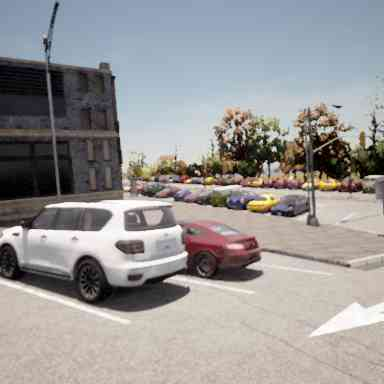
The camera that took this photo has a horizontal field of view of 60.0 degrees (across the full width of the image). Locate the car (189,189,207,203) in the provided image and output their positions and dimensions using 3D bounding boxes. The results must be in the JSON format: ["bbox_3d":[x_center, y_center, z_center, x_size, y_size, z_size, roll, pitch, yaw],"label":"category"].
[{"bbox_3d":[2.419,0.528,37.835,2.231,1.521,4.892,0,6,41],"label":"car"}]

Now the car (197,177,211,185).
[{"bbox_3d":[4.238,-2.385,74.357,2.097,1.535,5.008,1,6,45],"label":"car"}]

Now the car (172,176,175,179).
[{"bbox_3d":[-1.976,-3.045,87.814,4.792,1.488,2.163,-7,6,-44],"label":"car"}]

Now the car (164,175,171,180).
[{"bbox_3d":[-4.542,-3.344,93.120,5.366,1.575,1.946,-7,6,-44],"label":"car"}]

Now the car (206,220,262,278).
[{"bbox_3d":[-0.206,1.549,10.129,4.674,1.452,2.002,-1,-1,35],"label":"car"}]

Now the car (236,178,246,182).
[{"bbox_3d":[10.775,-1.853,61.084,2.185,1.767,4.553,2,6,43],"label":"car"}]

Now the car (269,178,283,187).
[{"bbox_3d":[14.848,-1.308,53.199,2.002,1.452,4.674,1,5,42],"label":"car"}]

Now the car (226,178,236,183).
[{"bbox_3d":[9.417,-1.855,63.712,2.097,1.535,5.008,1,5,44],"label":"car"}]

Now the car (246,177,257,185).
[{"bbox_3d":[12.229,-1.617,58.577,1.946,1.575,5.366,1,5,43],"label":"car"}]

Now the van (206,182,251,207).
[{"bbox_3d":[3.942,0.409,35.266,1.878,1.987,4.442,0,6,41],"label":"van"}]

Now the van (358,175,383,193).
[{"bbox_3d":[21.896,-0.964,40.130,1.878,1.987,4.442,1,5,41],"label":"van"}]

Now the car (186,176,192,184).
[{"bbox_3d":[1.732,-2.658,79.729,4.892,1.521,2.231,-7,6,-44],"label":"car"}]

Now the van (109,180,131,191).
[{"bbox_3d":[-16.289,-1.549,75.727,4.442,1.987,1.878,-9,6,-44],"label":"van"}]

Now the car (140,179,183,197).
[{"bbox_3d":[-4.634,-0.350,51.182,2.435,2.045,5.566,0,6,43],"label":"car"}]

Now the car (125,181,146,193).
[{"bbox_3d":[-8.668,-0.490,59.282,2.097,1.535,5.008,1,7,44],"label":"car"}]

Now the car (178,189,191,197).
[{"bbox_3d":[0.991,0.444,40.493,2.002,1.452,4.674,1,7,41],"label":"car"}]

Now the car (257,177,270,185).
[{"bbox_3d":[13.441,-1.595,55.784,2.185,1.767,4.553,1,5,43],"label":"car"}]

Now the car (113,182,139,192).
[{"bbox_3d":[-13.854,-1.032,70.185,2.097,1.535,5.008,0,6,45],"label":"car"}]

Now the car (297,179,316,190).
[{"bbox_3d":[17.538,-1.092,47.847,1.946,1.575,5.366,1,6,42],"label":"car"}]

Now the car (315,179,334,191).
[{"bbox_3d":[19.204,-1.002,45.534,1.946,1.575,5.366,1,5,41],"label":"car"}]

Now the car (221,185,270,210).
[{"bbox_3d":[5.328,0.643,32.529,2.185,1.767,4.553,0,6,40],"label":"car"}]

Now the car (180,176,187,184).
[{"bbox_3d":[0.370,-2.785,82.294,5.366,1.575,1.946,-7,6,-44],"label":"car"}]

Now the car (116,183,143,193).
[{"bbox_3d":[-12.562,-0.895,67.459,2.231,1.521,4.892,1,7,45],"label":"car"}]

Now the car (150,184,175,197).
[{"bbox_3d":[-3.244,0.070,48.496,2.002,1.452,4.674,1,7,42],"label":"car"}]

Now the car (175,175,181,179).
[{"bbox_3d":[-0.727,-3.189,85.131,5.566,2.045,2.435,-7,5,-44],"label":"car"}]

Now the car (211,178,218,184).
[{"bbox_3d":[6.826,-2.091,69.051,2.163,1.488,4.792,1,5,44],"label":"car"}]

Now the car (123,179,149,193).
[{"bbox_3d":[-11.275,-0.885,64.725,2.185,1.767,4.553,1,7,44],"label":"car"}]

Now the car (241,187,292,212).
[{"bbox_3d":[6.968,0.858,30.079,1.946,1.575,5.366,0,6,40],"label":"car"}]

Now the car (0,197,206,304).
[{"bbox_3d":[-2.707,1.246,8.415,5.566,2.045,2.435,-1,-1,35],"label":"car"}]

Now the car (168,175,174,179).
[{"bbox_3d":[-3.165,-3.189,90.568,4.792,1.488,2.163,-7,5,-44],"label":"car"}]

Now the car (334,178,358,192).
[{"bbox_3d":[20.495,-0.988,42.778,2.185,1.767,4.553,1,5,41],"label":"car"}]

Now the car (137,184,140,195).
[{"bbox_3d":[-6.002,-0.225,53.871,2.097,1.535,5.008,0,6,43],"label":"car"}]

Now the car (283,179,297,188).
[{"bbox_3d":[16.245,-1.185,50.591,2.002,1.452,4.674,1,5,42],"label":"car"}]

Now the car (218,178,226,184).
[{"bbox_3d":[8.089,-1.953,66.340,2.163,1.488,4.792,2,6,44],"label":"car"}]

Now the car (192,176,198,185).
[{"bbox_3d":[2.958,-2.645,77.013,4.553,1.767,2.185,-7,5,-45],"label":"car"}]

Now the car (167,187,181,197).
[{"bbox_3d":[-0.445,0.322,43.153,2.002,1.452,4.674,0,6,42],"label":"car"}]

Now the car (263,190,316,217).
[{"bbox_3d":[8.178,1.046,27.273,2.163,1.488,4.792,0,6,40],"label":"car"}]
